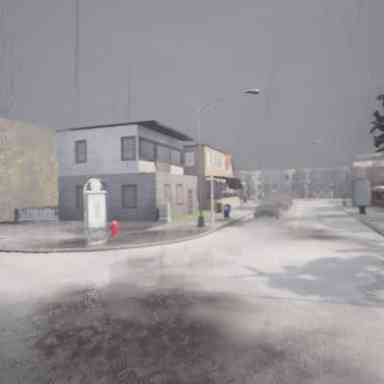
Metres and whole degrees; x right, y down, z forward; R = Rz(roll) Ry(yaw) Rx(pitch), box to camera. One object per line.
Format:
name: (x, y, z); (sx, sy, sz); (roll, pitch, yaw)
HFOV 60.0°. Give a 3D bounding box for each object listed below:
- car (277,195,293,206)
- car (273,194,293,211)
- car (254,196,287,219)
car: (12.912, 1.136, 45.934); (1.812, 1.442, 4.674); (-1, 0, 20)
car: (9.537, 1.058, 36.289); (2.097, 1.767, 4.553); (-1, 0, 19)
car: (6.229, 1.348, 26.747); (2.033, 1.411, 5.357); (-1, 0, 19)
